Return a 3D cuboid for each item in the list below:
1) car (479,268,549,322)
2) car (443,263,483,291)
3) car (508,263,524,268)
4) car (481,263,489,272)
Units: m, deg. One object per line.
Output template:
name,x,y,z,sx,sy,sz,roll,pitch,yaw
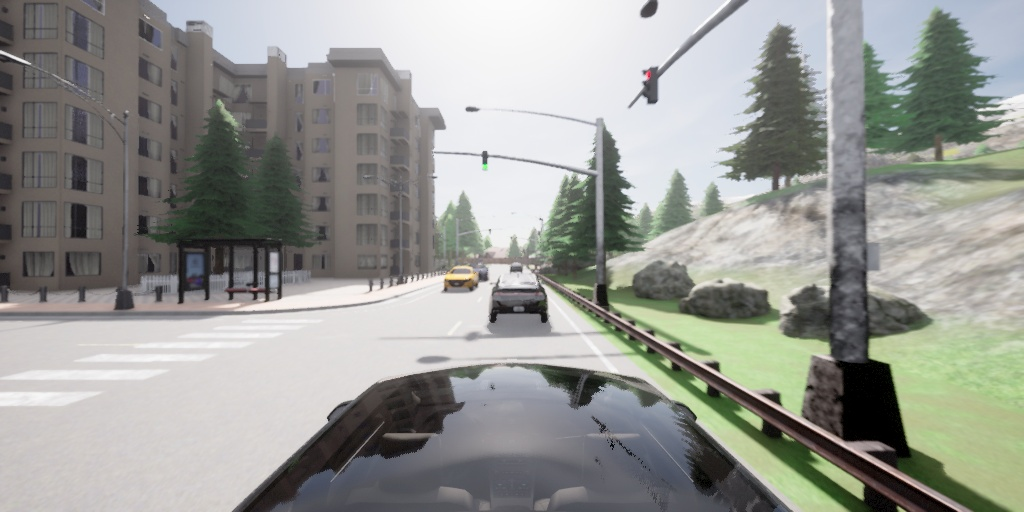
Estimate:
car,0.220,1.349,12.796,2.128,1.511,4.902,0,-1,1
car,-3.369,1.465,24.432,1.882,1.535,5.008,0,-1,1
car,0.574,1.723,49.279,1.837,1.490,4.892,0,-1,-1
car,-3.264,1.434,34.043,2.097,1.767,4.553,0,-1,1
